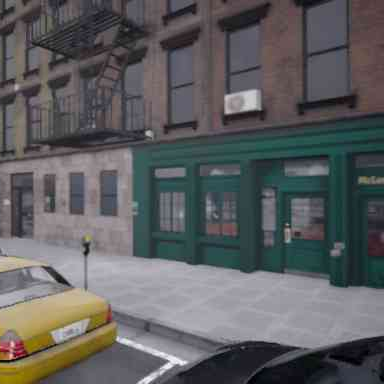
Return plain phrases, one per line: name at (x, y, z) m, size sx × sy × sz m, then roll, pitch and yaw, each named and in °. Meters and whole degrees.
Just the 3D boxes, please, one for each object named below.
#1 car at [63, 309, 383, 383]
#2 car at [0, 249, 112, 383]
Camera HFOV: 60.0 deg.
car at (1.486, 1.564, 1.751) m, size 4.313 × 1.339 × 1.947 m, roll -1°, pitch 0°, yaw 35°
car at (-3.263, 1.566, 5.136) m, size 4.829 × 1.417 × 1.752 m, roll -1°, pitch 0°, yaw 35°
